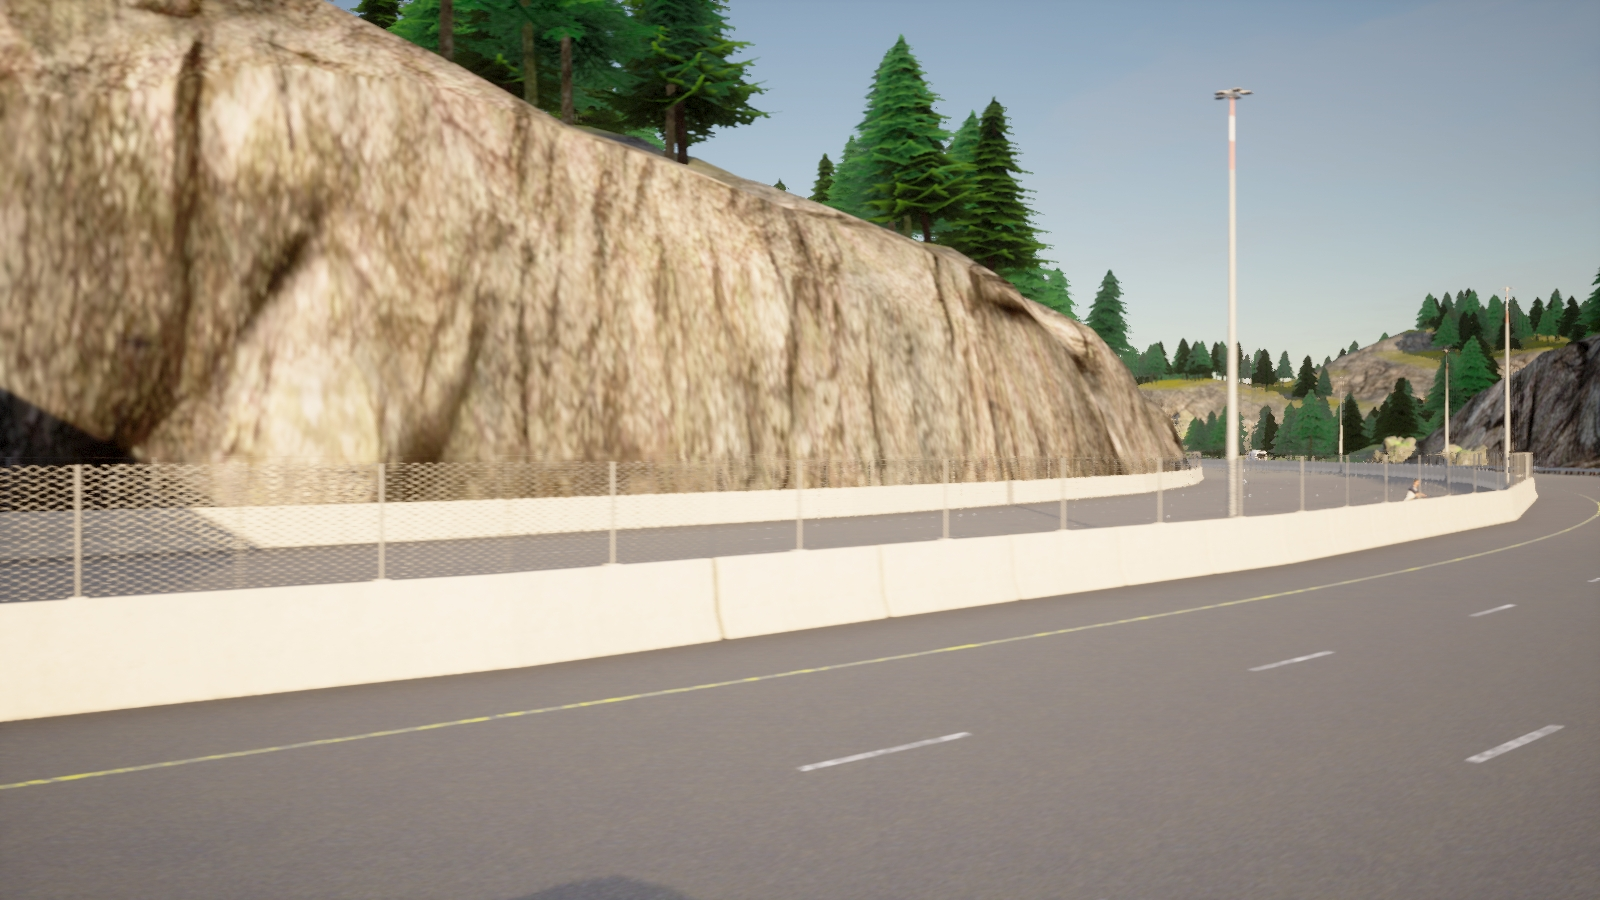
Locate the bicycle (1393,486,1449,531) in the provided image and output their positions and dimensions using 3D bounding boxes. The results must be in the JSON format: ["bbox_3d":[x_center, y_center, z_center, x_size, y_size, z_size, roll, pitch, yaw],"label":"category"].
[{"bbox_3d":[21.597,2.042,39.739,0.373,1.514,1.643,6,-6,-44],"label":"bicycle"}]
